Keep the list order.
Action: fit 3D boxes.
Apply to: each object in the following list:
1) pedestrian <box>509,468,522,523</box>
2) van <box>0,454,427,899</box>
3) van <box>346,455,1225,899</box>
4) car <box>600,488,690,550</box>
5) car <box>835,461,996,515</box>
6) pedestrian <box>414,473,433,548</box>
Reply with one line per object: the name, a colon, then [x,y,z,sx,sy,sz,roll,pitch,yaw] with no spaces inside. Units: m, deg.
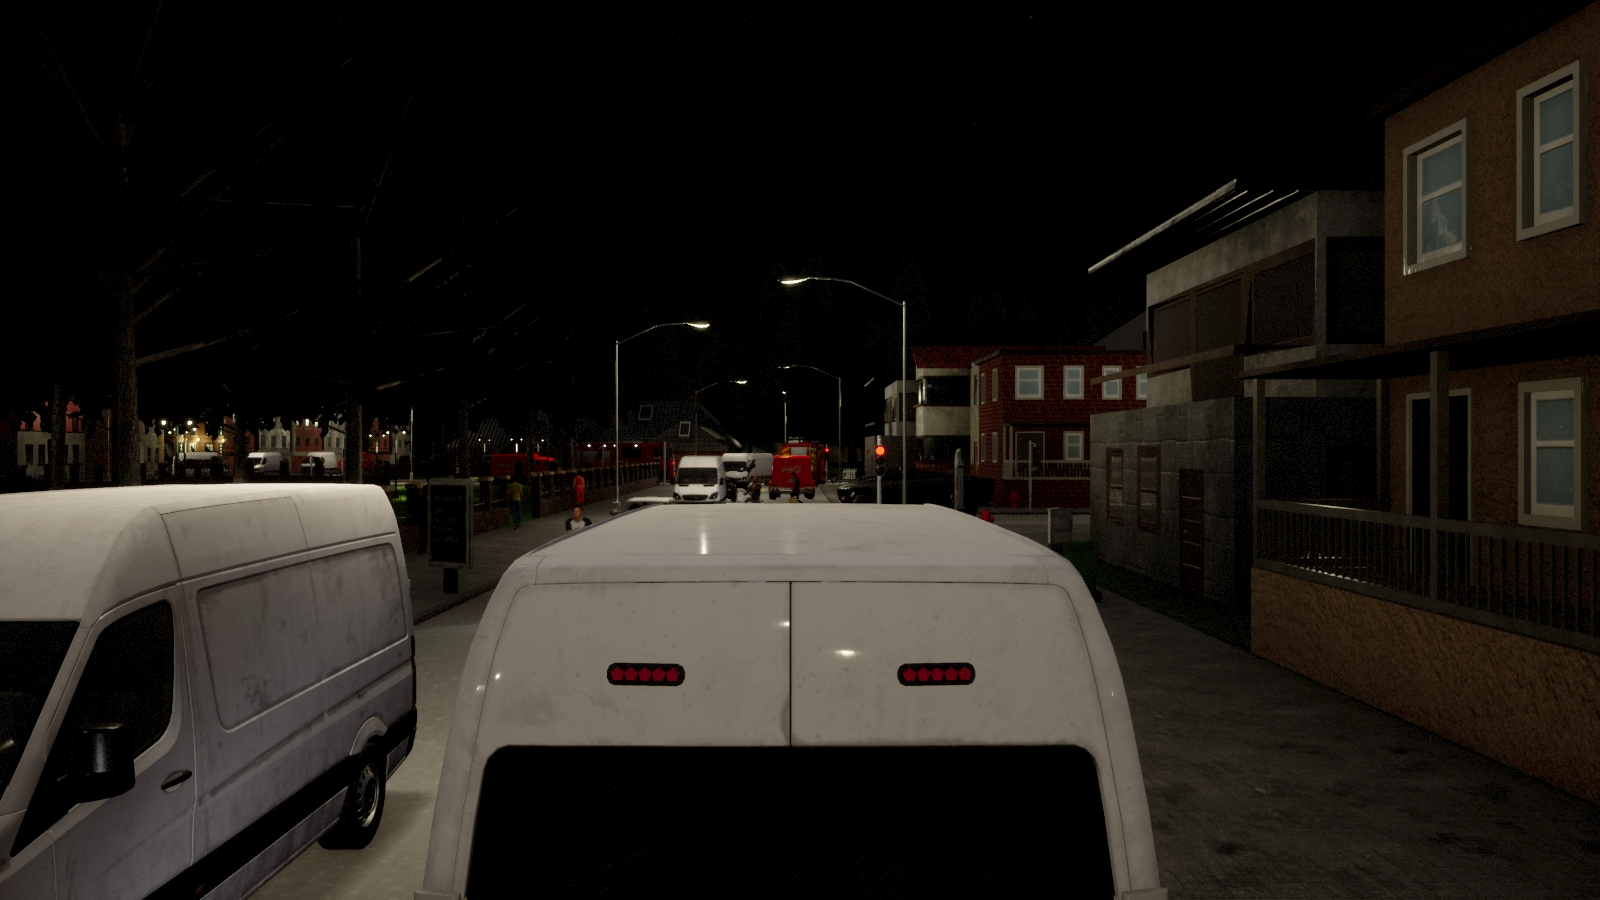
pedestrian: [-9.618,1.526,38.621,0.375,1.860,0.375,0,0,0]
van: [-4.032,1.314,6.374,1.988,2.561,5.915,0,0,0]
van: [-0.041,1.314,5.541,1.988,2.561,5.915,0,0,0]
car: [-4.190,1.845,31.444,1.970,1.475,3.806,0,0,0]
car: [4.708,1.534,47.160,6.274,2.098,2.390,0,0,-5]
pedestrian: [-9.505,1.525,28.856,0.375,1.860,0.375,0,0,-2]
